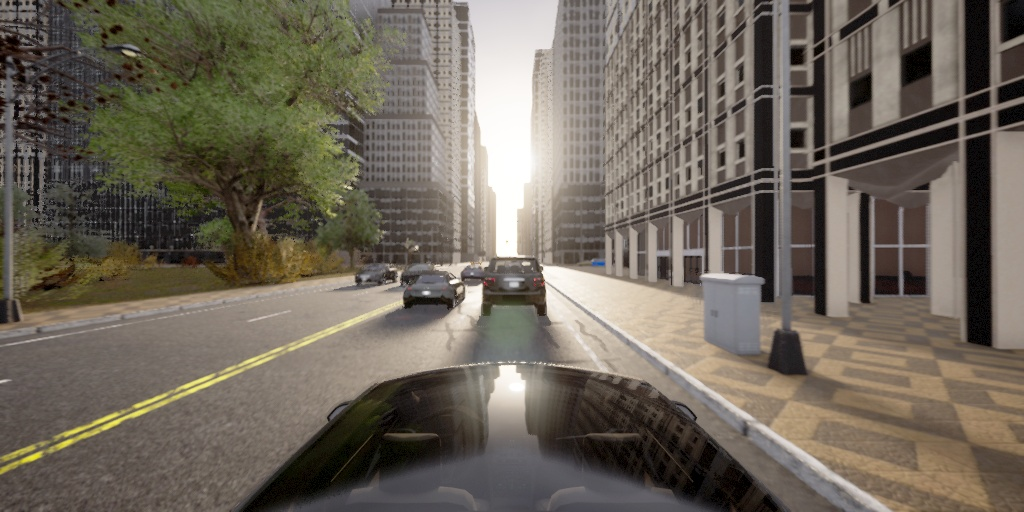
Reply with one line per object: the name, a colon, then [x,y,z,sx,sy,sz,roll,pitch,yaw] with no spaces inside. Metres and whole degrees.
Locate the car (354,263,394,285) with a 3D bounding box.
car: [-9.843,1.298,26.386,2.128,1.511,4.902,0,0,0]

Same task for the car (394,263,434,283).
car: [-6.597,1.281,25.919,1.882,1.535,5.008,0,0,0]

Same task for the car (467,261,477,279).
car: [-3.162,1.385,30.553,1.994,1.385,4.181,0,0,0]

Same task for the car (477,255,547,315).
car: [0.082,0.990,13.841,2.150,2.045,5.566,0,0,0]

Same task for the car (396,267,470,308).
car: [-3.163,1.337,15.270,1.994,1.385,4.181,0,0,0]
